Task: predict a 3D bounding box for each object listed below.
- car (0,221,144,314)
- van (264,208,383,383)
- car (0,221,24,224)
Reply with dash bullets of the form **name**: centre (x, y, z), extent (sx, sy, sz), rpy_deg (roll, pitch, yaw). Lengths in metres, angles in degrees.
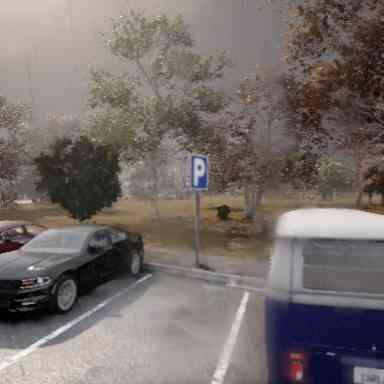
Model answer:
- **car**: centre (-2.834, 1.548, 8.099), extent (2.097, 1.535, 5.008), rpy_deg (0, -1, 15)
- **van**: centre (2.041, 1.270, 4.791), extent (1.878, 1.987, 4.442), rpy_deg (-1, -1, 15)
- **car**: centre (-5.287, 1.575, 9.787), extent (2.097, 1.535, 5.008), rpy_deg (-1, -1, 15)
